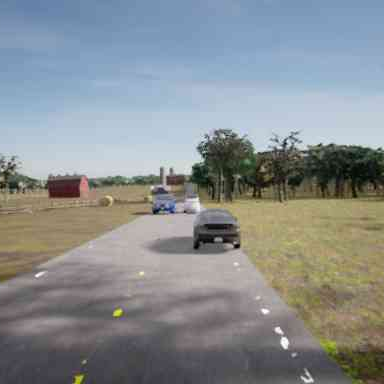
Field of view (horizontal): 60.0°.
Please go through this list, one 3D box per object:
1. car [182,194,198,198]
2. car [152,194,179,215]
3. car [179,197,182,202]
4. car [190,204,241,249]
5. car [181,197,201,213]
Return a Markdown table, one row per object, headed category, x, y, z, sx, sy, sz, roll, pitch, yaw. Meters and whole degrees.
| category | x | y | z | sx | sy | sz | roll | pitch | yaw |
| --- | --- | --- | --- | --- | --- | --- | --- | --- | --- |
| car | 0.006 | 1.369 | 50.875 | 2.150 | 2.045 | 5.566 | 0 | 0 | 0 |
| car | -2.840 | 1.250 | 34.684 | 2.150 | 2.045 | 5.566 | 0 | 0 | 0 |
| car | -2.742 | 1.830 | 76.117 | 1.837 | 1.490 | 4.892 | 0 | -1 | 0 |
| car | 0.963 | 1.491 | 14.455 | 1.837 | 1.490 | 4.892 | 0 | 0 | 0 |
| car | 0.046 | 1.568 | 37.536 | 1.812 | 1.442 | 4.674 | 0 | 0 | 0 |
